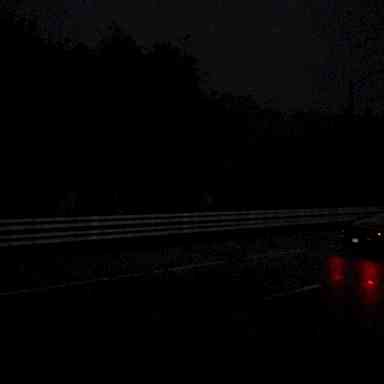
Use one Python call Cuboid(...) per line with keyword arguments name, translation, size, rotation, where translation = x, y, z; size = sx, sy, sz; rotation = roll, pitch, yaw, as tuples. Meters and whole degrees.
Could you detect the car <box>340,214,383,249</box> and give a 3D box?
Cuboid(name="car", translation=(8.059, 1.661, 13.916), size=(4.674, 1.442, 1.812), rotation=(0, 0, -35))
